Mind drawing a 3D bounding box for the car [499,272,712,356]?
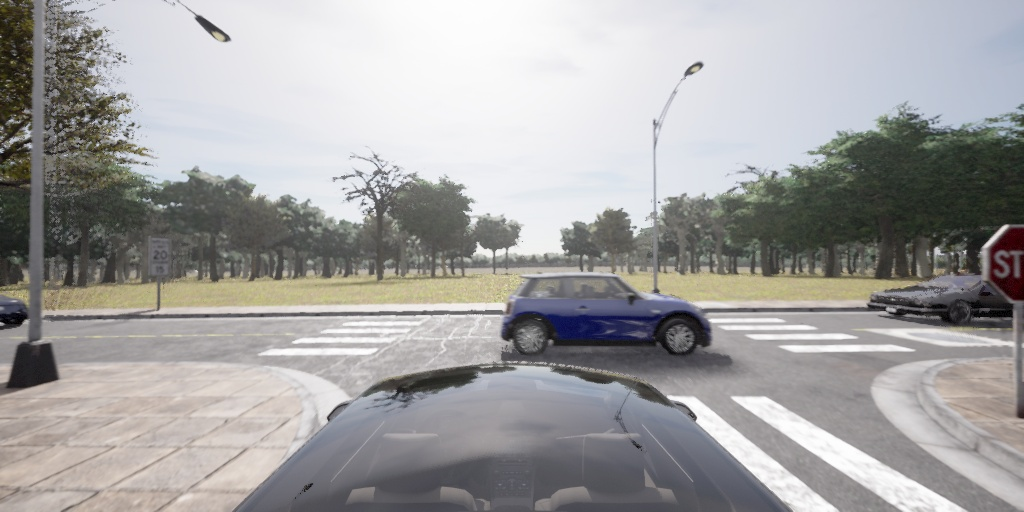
[{"bbox_3d":[2.005,1.154,8.272,4.553,1.767,2.097,0,0,1],"label":"car"}]

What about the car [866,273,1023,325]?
[{"bbox_3d":[14.278,1.243,10.943,5.357,1.411,2.033,0,-1,1],"label":"car"}]

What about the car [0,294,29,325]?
[{"bbox_3d":[-18.771,1.738,11.699,4.181,1.385,1.994,-1,-1,1],"label":"car"}]
